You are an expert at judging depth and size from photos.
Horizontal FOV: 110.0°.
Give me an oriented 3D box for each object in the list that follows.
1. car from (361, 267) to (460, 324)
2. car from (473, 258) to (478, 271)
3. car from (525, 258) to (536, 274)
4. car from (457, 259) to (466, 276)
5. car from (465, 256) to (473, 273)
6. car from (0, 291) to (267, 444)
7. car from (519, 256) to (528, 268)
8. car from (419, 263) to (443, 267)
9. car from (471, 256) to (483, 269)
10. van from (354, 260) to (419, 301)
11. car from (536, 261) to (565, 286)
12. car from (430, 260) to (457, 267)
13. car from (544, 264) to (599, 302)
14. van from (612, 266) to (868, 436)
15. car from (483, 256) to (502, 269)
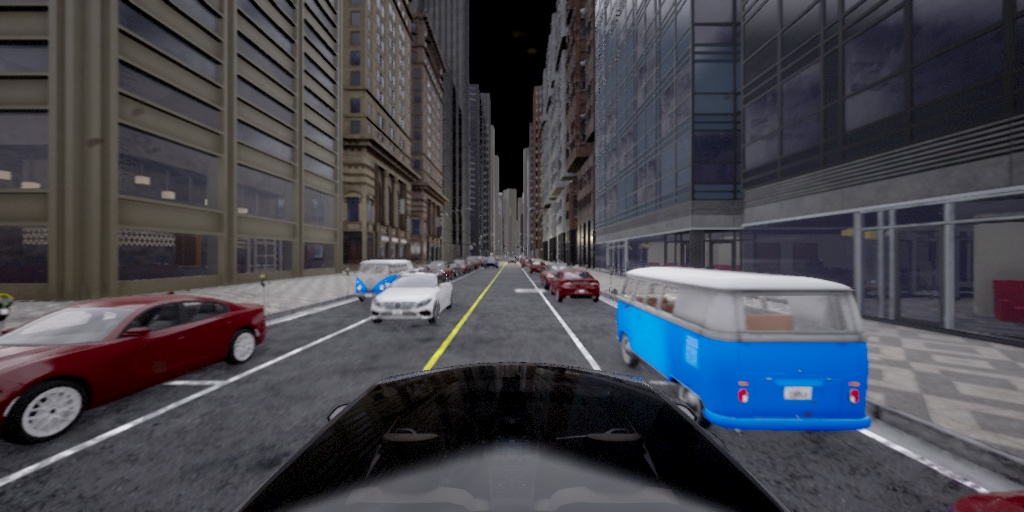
[{"bbox_3d":[-3.095,1.252,12.033,1.812,1.442,4.674,0,0,0],"label":"car"},{"bbox_3d":[-5.743,1.218,44.526,1.948,1.339,4.313,0,0,0],"label":"car"},{"bbox_3d":[2.780,1.209,38.932,1.888,1.381,4.507,0,0,0],"label":"car"},{"bbox_3d":[-5.748,1.243,33.323,1.948,1.339,4.313,0,0,0],"label":"car"},{"bbox_3d":[-5.745,1.105,38.925,1.967,1.591,4.097,0,0,0],"label":"car"},{"bbox_3d":[-5.761,1.288,5.315,1.888,1.381,4.507,0,0,0],"label":"car"},{"bbox_3d":[2.376,1.152,55.587,1.812,1.442,4.674,0,0,0],"label":"car"},{"bbox_3d":[-5.753,1.285,22.119,1.802,1.307,4.207,0,0,0],"label":"car"},{"bbox_3d":[-5.740,0.954,50.128,2.192,1.841,5.009,0,0,0],"label":"car"},{"bbox_3d":[-5.755,1.057,16.518,1.690,1.789,3.998,0,0,0],"label":"van"},{"bbox_3d":[2.773,1.142,22.126,1.967,1.591,4.097,0,0,0],"label":"car"},{"bbox_3d":[-5.750,1.130,27.721,1.967,1.591,4.097,0,0,0],"label":"car"},{"bbox_3d":[2.770,1.260,16.524,1.888,1.381,4.507,0,0,0],"label":"car"},{"bbox_3d":[2.765,1.082,5.319,1.690,1.789,3.998,0,0,0],"label":"van"},{"bbox_3d":[-3.041,0.984,53.343,2.097,1.767,4.553,0,0,0],"label":"car"}]
